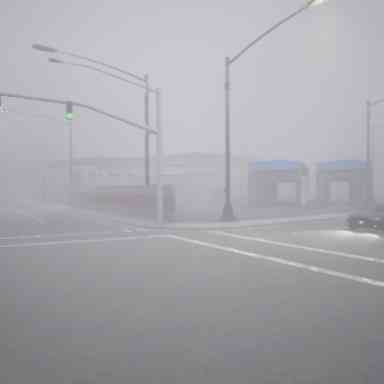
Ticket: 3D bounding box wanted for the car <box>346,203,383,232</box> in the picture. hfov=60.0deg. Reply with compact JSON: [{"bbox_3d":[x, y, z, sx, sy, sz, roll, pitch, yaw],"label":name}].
[{"bbox_3d":[10.123,1.311,17.771,4.181,1.385,1.994,-1,1,-34],"label":"car"}]
